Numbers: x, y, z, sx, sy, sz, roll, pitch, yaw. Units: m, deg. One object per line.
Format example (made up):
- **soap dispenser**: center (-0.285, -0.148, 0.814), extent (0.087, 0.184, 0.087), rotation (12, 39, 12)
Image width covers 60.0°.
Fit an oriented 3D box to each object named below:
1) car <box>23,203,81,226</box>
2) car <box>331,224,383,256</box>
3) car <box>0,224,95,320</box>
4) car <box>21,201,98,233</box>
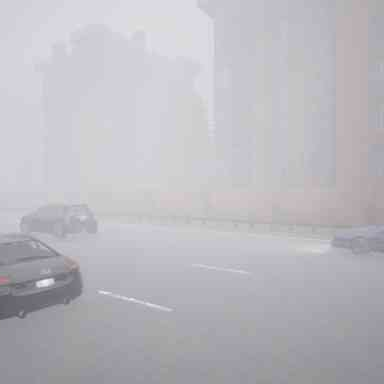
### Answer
- **car**: center (-10.243, 1.564, 24.207), extent (4.181, 1.385, 1.994), rotation (0, 0, 36)
- **car**: center (7.732, 1.547, 11.374), extent (5.357, 1.411, 2.033), rotation (0, 0, 36)
- **car**: center (-4.197, 1.564, 6.992), extent (4.181, 1.385, 1.994), rotation (0, 0, 36)
- **car**: center (-7.122, 1.354, 17.686), extent (4.553, 1.767, 2.097), rotation (0, 0, 36)
